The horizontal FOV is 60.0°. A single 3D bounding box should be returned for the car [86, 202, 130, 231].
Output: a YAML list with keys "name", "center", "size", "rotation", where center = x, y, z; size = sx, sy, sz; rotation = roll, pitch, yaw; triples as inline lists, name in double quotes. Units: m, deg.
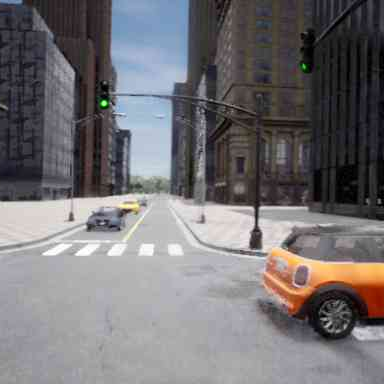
- name: "car"
  center: [-5.234, 1.587, 20.731]
  size: [1.994, 1.385, 4.181]
  rotation: [1, 0, -5]

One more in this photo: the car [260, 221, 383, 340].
- name: "car"
  center: [3.730, 1.439, 6.330]
  size: [4.553, 1.767, 2.097]
  rotation: [1, 0, -6]

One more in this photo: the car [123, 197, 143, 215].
- name: "car"
  center: [-6.592, 1.565, 35.315]
  size: [1.882, 1.535, 5.008]
  rotation: [1, -1, -5]

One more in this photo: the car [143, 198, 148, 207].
- name: "car"
  center: [-8.332, 1.660, 54.877]
  size: [2.128, 1.511, 4.902]
  rotation: [1, 0, -5]
